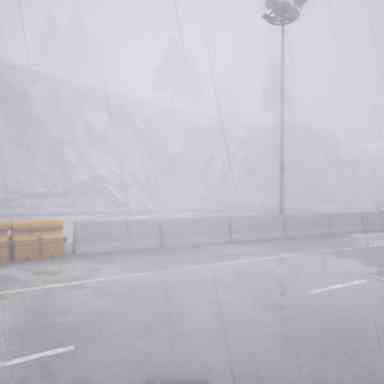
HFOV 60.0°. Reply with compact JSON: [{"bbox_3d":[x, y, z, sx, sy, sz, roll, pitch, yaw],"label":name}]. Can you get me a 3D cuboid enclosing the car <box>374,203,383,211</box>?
[{"bbox_3d":[25.794,1.833,42.779,4.892,1.490,1.837,1,0,-18],"label":"car"}]
